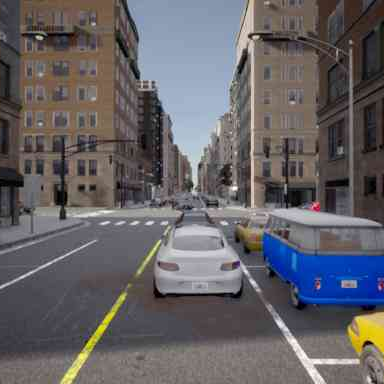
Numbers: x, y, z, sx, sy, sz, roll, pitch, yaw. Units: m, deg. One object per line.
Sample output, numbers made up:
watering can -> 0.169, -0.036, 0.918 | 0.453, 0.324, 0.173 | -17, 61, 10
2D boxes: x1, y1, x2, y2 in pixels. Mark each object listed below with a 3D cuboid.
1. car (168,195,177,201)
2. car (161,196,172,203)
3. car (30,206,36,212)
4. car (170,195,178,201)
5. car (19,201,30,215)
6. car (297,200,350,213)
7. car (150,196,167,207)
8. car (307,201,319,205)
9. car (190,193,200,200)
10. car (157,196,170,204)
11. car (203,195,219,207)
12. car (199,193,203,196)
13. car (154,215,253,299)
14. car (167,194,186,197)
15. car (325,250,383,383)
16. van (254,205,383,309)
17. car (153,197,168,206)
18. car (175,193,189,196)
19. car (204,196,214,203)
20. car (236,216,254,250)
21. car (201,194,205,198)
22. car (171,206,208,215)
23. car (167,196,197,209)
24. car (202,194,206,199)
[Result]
car -> -4.903, 1.521, 84.004 | 1.752, 1.417, 4.829 | 1, 0, 1
car -> -5.154, 1.545, 67.588 | 1.887, 1.381, 4.507 | 1, 0, 1
car -> -17.878, 1.367, 32.469 | 4.892, 1.490, 1.837 | 0, -1, 0
car -> -4.817, 1.560, 89.702 | 1.947, 1.339, 4.313 | 1, 0, 1
car -> -17.213, 1.361, 29.220 | 4.674, 1.442, 1.812 | 0, -1, 2
car -> 15.297, 1.710, 38.866 | 5.357, 1.411, 2.033 | 0, -1, 0
car -> -5.408, 1.584, 51.002 | 1.802, 1.307, 4.206 | 1, 0, 1
car -> 15.644, 1.354, 35.617 | 5.566, 2.045, 2.150 | 0, -1, 1
car -> 1.068, 1.517, 91.925 | 1.812, 1.442, 4.674 | 0, 0, 1
car -> -5.239, 1.552, 62.059 | 2.008, 1.369, 4.403 | 1, 0, 1
car -> 3.117, 1.567, 50.876 | 1.947, 1.339, 4.313 | 1, 0, 1
car -> 3.708, 1.544, 89.586 | 2.008, 1.369, 4.403 | 1, 0, 1
car -> 0.099, 1.527, 8.309 | 1.812, 1.442, 4.674 | 0, 0, -1
car -> -2.569, 1.494, 56.006 | 2.128, 1.511, 4.902 | 0, 0, 1
car -> 2.681, 1.526, 2.036 | 1.752, 1.417, 4.829 | 1, 0, 0
van -> 2.696, 1.342, 7.539 | 1.690, 1.788, 3.998 | 1, 0, 0
car -> -5.324, 1.568, 56.530 | 1.947, 1.339, 4.313 | 1, 0, 1
car -> -2.276, 1.478, 69.420 | 1.882, 1.535, 5.008 | 0, 0, 1
car -> 3.370, 1.544, 67.466 | 1.887, 1.381, 4.507 | 1, 0, 1
car -> 2.709, 1.527, 13.383 | 1.752, 1.417, 4.829 | 1, 0, 0
car -> 3.286, 1.551, 61.936 | 2.008, 1.369, 4.403 | 1, 0, 1
car -> 0.130, 1.565, 15.727 | 1.994, 1.385, 4.181 | 0, 0, 0
car -> -1.270, 1.568, 39.823 | 1.994, 1.385, 4.181 | 0, 0, -18
car -> 3.201, 1.546, 56.406 | 1.887, 1.381, 4.507 | 1, 0, 1
